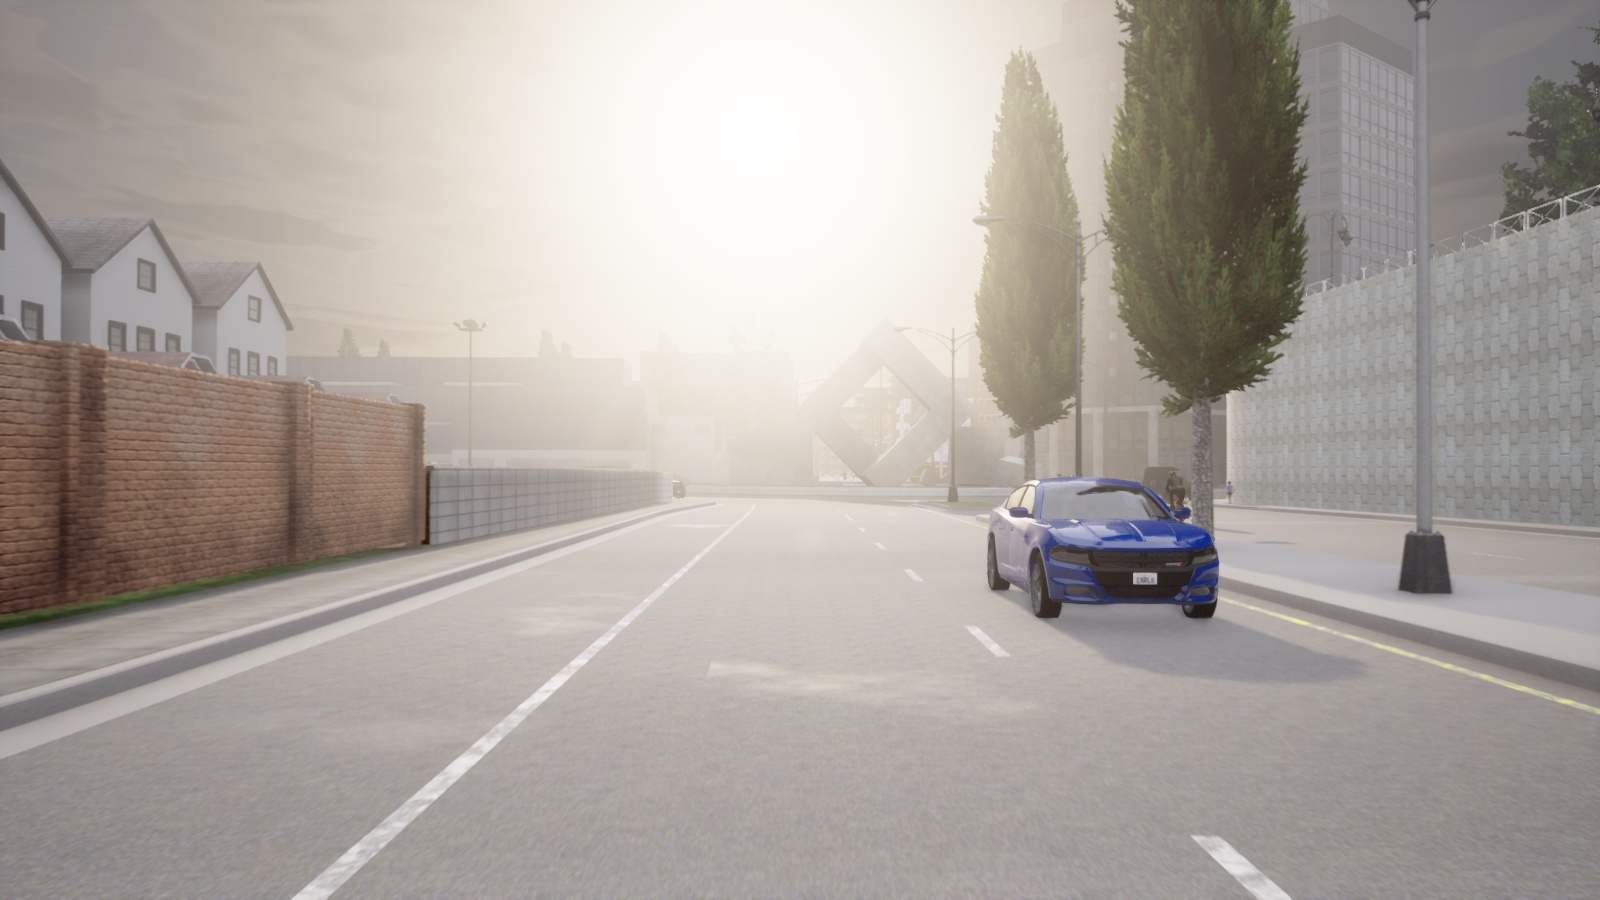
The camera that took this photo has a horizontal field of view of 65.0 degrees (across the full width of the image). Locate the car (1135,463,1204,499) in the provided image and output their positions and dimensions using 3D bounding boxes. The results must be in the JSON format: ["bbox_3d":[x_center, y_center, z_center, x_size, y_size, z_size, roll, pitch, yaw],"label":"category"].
[{"bbox_3d":[20.013,1.668,67.951,1.905,1.878,3.866,-1,-1,45],"label":"car"}]

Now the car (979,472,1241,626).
[{"bbox_3d":[3.463,1.031,15.078,1.882,1.535,5.008,0,-1,0],"label":"car"}]

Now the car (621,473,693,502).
[{"bbox_3d":[-7.707,1.992,67.685,3.633,1.501,1.845,-1,-1,40],"label":"car"}]
